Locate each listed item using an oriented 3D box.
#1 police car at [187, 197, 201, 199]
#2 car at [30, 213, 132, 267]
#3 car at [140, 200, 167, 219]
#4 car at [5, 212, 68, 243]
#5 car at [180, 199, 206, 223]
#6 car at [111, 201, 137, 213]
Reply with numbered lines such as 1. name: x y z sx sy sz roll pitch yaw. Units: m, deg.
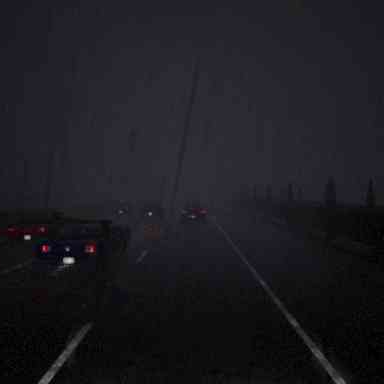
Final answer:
1. police car: 0.256 1.436 43.037 1.930 1.638 5.238 0 0 1
2. car: -3.399 1.604 11.414 1.895 1.301 4.718 0 0 0
3. car: -3.396 1.512 29.527 1.837 1.490 4.892 0 0 0
4. car: -6.898 1.605 16.180 1.895 1.301 4.718 0 0 0
5. car: 0.097 1.532 25.262 1.812 1.442 4.674 0 0 0
6. car: -6.876 1.609 34.409 1.895 1.301 4.718 0 0 0
